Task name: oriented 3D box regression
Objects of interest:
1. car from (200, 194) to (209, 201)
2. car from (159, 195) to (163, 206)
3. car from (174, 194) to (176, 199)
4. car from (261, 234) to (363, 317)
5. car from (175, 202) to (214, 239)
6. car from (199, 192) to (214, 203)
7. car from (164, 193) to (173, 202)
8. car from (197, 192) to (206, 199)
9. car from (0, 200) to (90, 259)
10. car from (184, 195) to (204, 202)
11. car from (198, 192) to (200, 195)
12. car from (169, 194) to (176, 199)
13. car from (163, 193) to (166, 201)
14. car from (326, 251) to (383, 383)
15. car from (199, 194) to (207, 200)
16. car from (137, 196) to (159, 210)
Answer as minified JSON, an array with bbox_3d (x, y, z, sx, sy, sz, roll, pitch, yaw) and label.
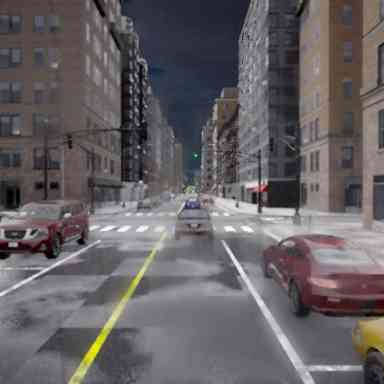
[{"bbox_3d":[2.634,1.232,71.716,1.887,1.381,4.507,0,0,0],"label":"car"},{"bbox_3d":[-5.390,1.358,44.452,1.887,1.381,4.507,0,0,0],"label":"car"},{"bbox_3d":[-5.392,1.140,87.912,1.752,1.417,4.829,0,0,0],"label":"car"},{"bbox_3d":[2.637,1.551,7.113,1.802,1.307,4.206,0,0,0],"label":"car"},{"bbox_3d":[0.094,1.477,16.798,2.033,1.411,5.357,0,0,0],"label":"car"},{"bbox_3d":[2.635,1.203,55.352,1.967,1.590,4.097,0,0,0],"label":"car"},{"bbox_3d":[-5.391,1.280,66.268,1.947,1.339,4.313,0,0,0],"label":"car"},{"bbox_3d":[2.632,0.905,93.531,2.192,1.841,5.009,0,0,0],"label":"car"},{"bbox_3d":[-5.389,1.263,12.533,2.192,1.841,5.009,0,0,0],"label":"car"},{"bbox_3d":[0.096,1.365,38.323,1.812,1.442,4.674,0,0,0],"label":"car"},{"bbox_3d":[2.635,1.153,66.261,1.967,1.590,4.097,0,0,0],"label":"car"},{"bbox_3d":[-5.392,1.174,93.535,1.802,1.307,4.206,0,0,0],"label":"car"},{"bbox_3d":[-5.390,1.315,49.735,1.752,1.417,4.829,0,0,0],"label":"car"},{"bbox_3d":[2.637,1.517,1.870,1.752,1.417,4.829,0,0,0],"label":"car"},{"bbox_3d":[2.634,1.161,82.794,1.752,1.417,4.829,0,0,0],"label":"car"},{"bbox_3d":[-5.390,1.388,38.997,2.008,1.369,4.403,0,0,0],"label":"car"}]
